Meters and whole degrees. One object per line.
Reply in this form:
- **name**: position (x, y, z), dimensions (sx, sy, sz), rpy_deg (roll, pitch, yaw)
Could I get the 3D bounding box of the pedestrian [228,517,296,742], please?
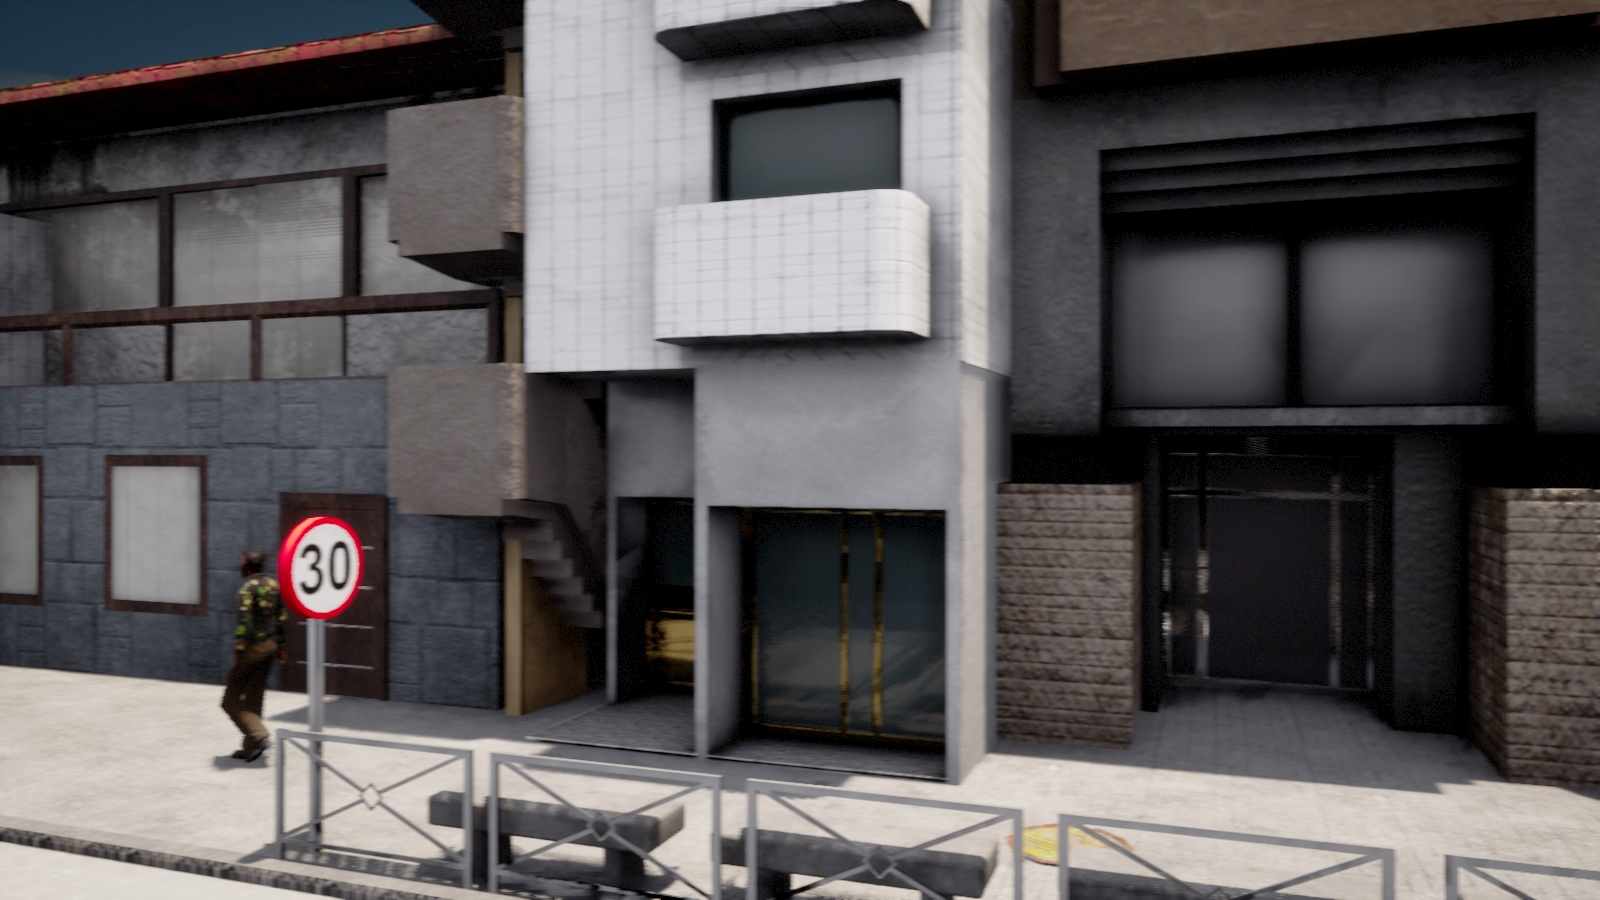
- **pedestrian**: position (-4.621, 1.522, 9.823), dimensions (0.375, 1.860, 0.375), rpy_deg (0, 0, 15)
